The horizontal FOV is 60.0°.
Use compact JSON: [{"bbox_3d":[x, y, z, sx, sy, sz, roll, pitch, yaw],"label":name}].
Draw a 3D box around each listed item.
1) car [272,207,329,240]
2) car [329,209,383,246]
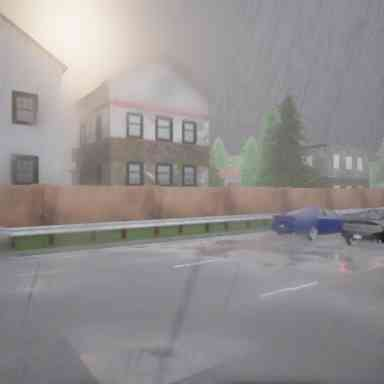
[{"bbox_3d":[6.236,1.482,16.916,5.008,1.535,1.882,0,0,-35],"label":"car"},{"bbox_3d":[8.269,1.492,14.066,4.902,1.511,2.128,0,0,-35],"label":"car"}]
